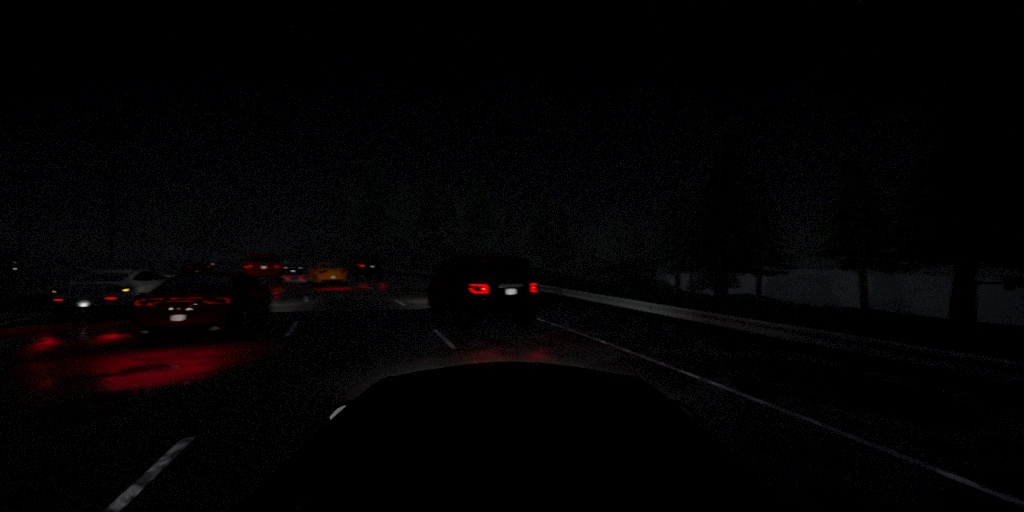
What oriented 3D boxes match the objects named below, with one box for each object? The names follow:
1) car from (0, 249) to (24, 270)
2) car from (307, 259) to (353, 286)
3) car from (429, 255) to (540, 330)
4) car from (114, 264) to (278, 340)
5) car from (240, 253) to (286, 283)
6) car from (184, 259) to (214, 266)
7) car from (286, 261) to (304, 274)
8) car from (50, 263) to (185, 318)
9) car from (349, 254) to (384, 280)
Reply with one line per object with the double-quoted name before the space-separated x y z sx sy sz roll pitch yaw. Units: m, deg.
"car" -39.775 0.477 27.733 5.566 2.045 2.150 1 0 39
"car" -12.504 1.133 24.194 1.882 1.535 5.008 1 0 -36
"car" -1.141 0.996 11.590 2.150 2.045 5.566 1 0 -25
"car" -8.041 1.140 9.798 1.882 1.535 5.008 1 0 -24
"car" -17.821 0.803 25.520 2.150 2.045 5.566 1 0 -38
"car" -24.768 0.964 28.211 1.882 1.535 5.008 1 0 -43
"car" -22.567 1.153 35.922 4.718 1.301 1.895 1 0 44
"car" -13.188 1.120 12.176 1.812 1.442 4.674 1 0 -28
"car" -12.604 0.901 30.185 2.150 2.045 5.566 1 0 -39
